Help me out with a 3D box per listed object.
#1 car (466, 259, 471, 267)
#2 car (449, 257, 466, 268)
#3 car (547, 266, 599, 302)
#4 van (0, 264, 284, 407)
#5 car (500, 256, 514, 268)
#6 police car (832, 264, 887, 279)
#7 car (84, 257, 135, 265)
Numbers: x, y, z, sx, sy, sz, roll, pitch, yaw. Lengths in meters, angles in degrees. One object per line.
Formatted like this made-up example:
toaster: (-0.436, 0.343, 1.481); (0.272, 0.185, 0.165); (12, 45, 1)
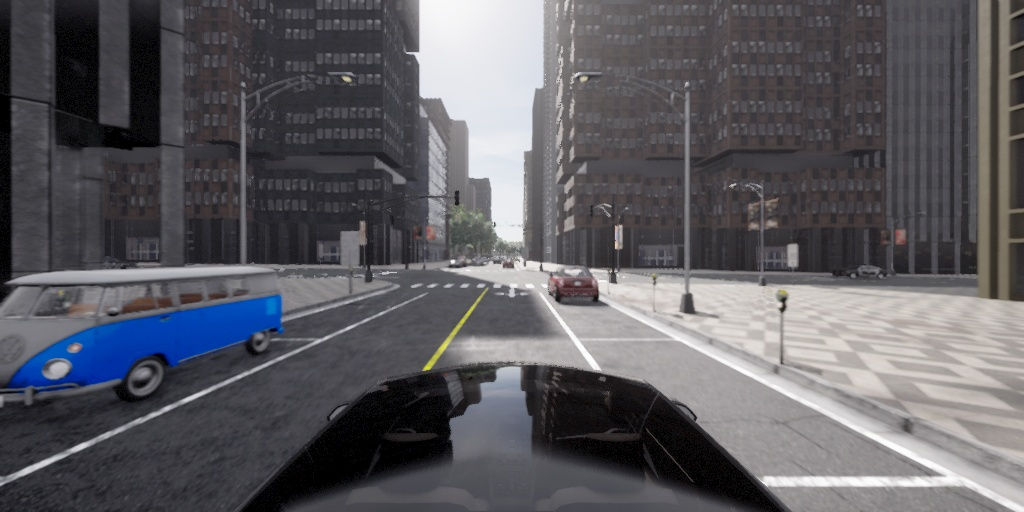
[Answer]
car: (-9.156, 1.014, 63.721); (2.192, 1.841, 5.009); (0, 0, 0)
car: (-9.123, 1.259, 58.295); (1.948, 1.339, 4.313); (0, 0, 0)
car: (2.762, 1.172, 16.954); (1.967, 1.591, 4.097); (0, 0, 0)
van: (-5.764, 1.086, 6.070); (1.690, 1.789, 3.998); (0, 0, 0)
car: (-0.598, 1.133, 58.346); (1.967, 1.591, 4.097); (0, 0, 0)
police car: (39.000, 1.716, 40.335); (5.238, 1.638, 1.930); (1, 0, 0)
car: (-38.227, 0.748, 33.320); (5.357, 1.411, 2.033); (1, 0, 0)
